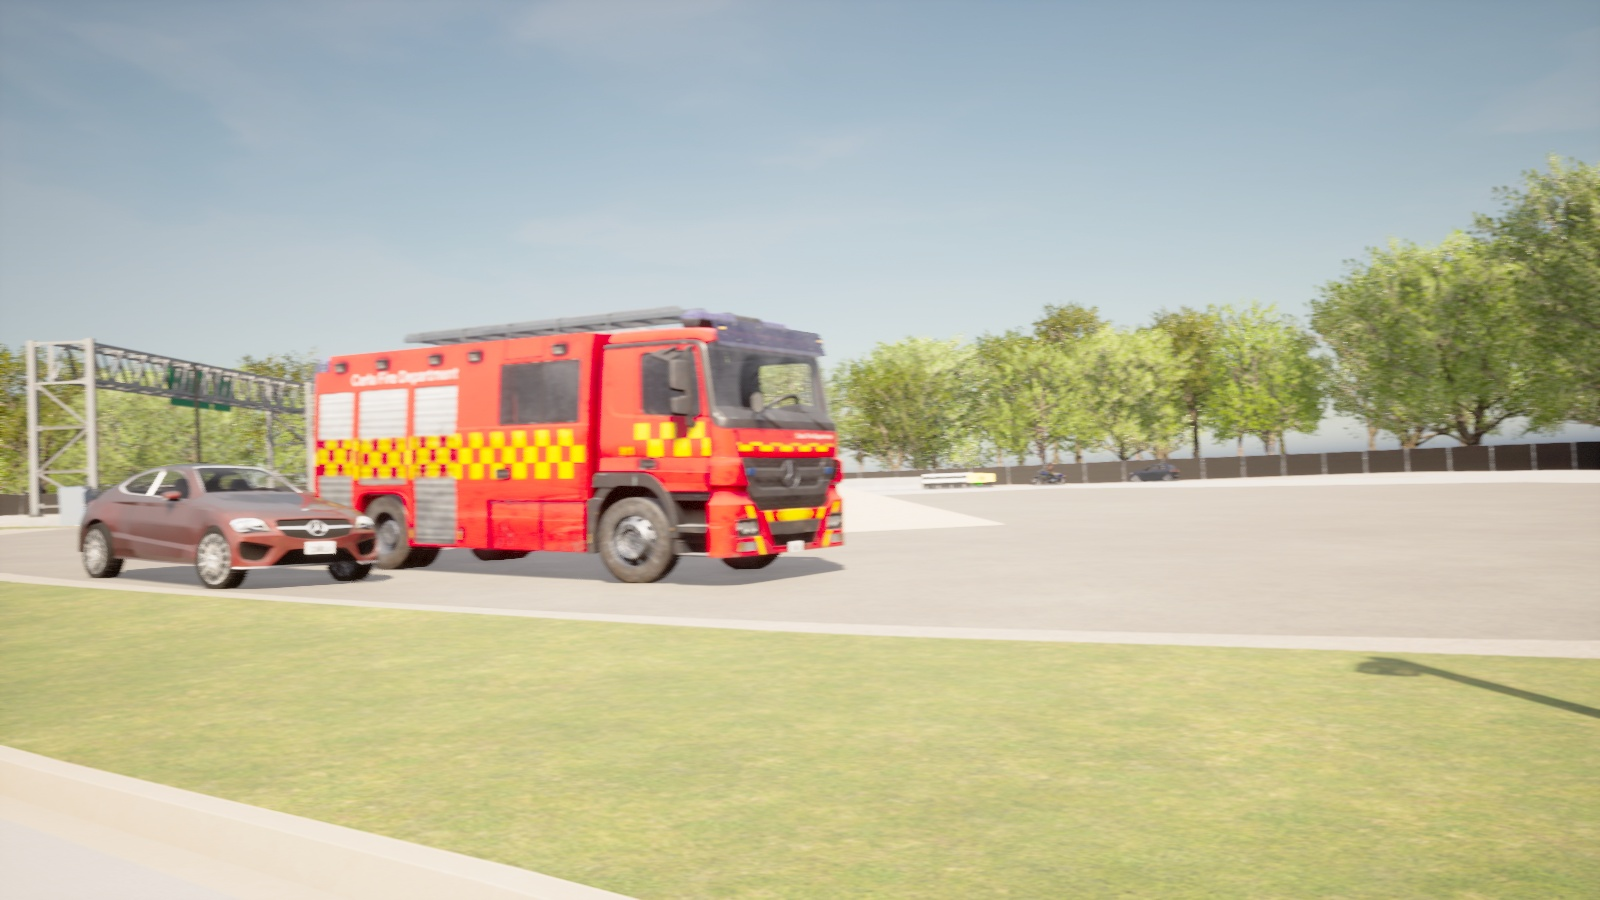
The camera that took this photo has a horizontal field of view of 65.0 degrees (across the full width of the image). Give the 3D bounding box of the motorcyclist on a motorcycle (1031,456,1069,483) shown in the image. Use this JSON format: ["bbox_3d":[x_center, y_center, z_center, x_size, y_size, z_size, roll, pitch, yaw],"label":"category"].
[{"bbox_3d":[16.977,1.320,85.355,2.350,1.649,0.766,-4,-1,7],"label":"motorcyclist on a motorcycle"}]

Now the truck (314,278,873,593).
[{"bbox_3d":[-3.352,-0.052,18.798,8.468,3.827,2.891,-2,-1,34],"label":"truck"}]

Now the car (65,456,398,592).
[{"bbox_3d":[-8.114,1.005,17.723,5.027,1.651,2.152,-2,-2,37],"label":"car"}]
